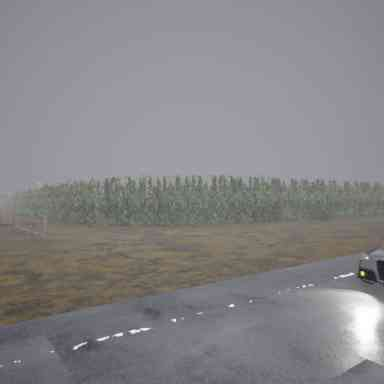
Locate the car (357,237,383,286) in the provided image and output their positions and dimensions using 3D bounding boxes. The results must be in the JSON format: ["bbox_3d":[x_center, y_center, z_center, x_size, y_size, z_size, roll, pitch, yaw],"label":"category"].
[{"bbox_3d":[5.969,1.578,8.272,4.181,1.385,1.994,0,0,-36],"label":"car"}]
